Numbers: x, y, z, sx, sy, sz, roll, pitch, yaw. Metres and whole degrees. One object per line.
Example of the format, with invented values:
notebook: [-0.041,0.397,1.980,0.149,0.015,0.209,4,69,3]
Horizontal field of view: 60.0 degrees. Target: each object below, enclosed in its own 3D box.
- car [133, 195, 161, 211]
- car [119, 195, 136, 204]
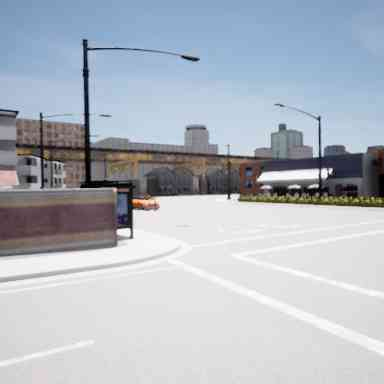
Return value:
car: [-5.371,1.178,38.600,2.097,1.767,4.553,-1,1,-29]
car: [-11.447,1.240,59.184,1.994,1.385,4.181,-1,1,3]
